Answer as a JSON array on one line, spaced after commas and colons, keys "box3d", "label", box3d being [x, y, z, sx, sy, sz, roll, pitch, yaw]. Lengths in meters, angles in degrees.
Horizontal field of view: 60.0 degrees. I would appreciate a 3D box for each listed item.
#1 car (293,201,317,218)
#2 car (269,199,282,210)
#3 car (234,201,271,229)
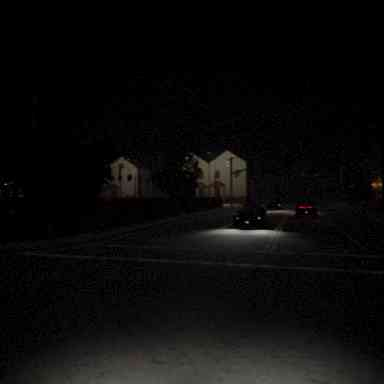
[{"box3d": [10.546, 1.550, 30.917, 2.128, 1.511, 4.902, -1, -1, 17], "label": "car"}, {"box3d": [11.283, 1.649, 45.440, 1.882, 1.535, 5.008, -1, -1, 18], "label": "car"}, {"box3d": [4.057, 1.581, 22.522, 1.812, 1.442, 4.674, -1, 0, 17], "label": "car"}]
